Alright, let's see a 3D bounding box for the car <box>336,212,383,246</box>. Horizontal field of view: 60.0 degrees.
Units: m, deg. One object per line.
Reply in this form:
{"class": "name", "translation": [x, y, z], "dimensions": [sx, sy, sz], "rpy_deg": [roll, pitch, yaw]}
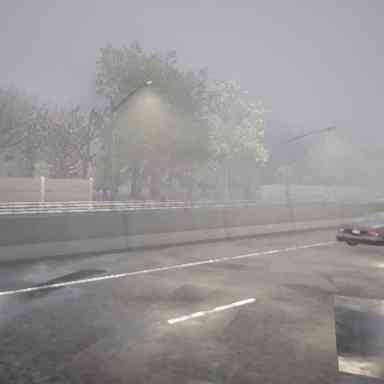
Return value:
{"class": "car", "translation": [8.269, 1.563, 14.067], "dimensions": [5.357, 1.411, 2.033], "rpy_deg": [0, 0, -35]}
